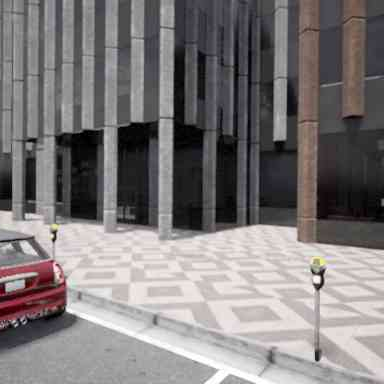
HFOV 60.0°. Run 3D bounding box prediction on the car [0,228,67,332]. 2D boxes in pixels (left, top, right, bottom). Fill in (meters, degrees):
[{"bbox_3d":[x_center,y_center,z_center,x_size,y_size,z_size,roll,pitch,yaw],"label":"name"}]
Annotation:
[{"bbox_3d":[-4.097,1.333,5.877,4.097,1.590,1.967,1,0,35],"label":"car"}]
